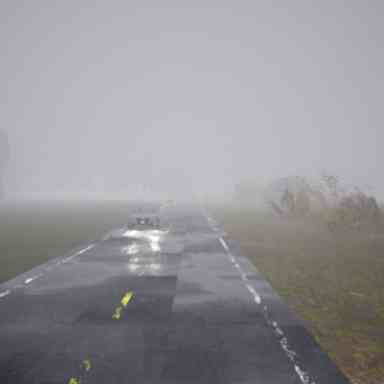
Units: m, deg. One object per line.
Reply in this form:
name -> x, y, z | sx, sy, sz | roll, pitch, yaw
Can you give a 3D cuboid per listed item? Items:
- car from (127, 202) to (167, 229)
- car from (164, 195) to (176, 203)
car -> -2.854, 1.543, 21.203 | 1.994, 1.385, 4.181 | 0, 0, 0
car -> -4.263, 1.356, 63.680 | 1.882, 1.535, 5.008 | 0, 0, -10
